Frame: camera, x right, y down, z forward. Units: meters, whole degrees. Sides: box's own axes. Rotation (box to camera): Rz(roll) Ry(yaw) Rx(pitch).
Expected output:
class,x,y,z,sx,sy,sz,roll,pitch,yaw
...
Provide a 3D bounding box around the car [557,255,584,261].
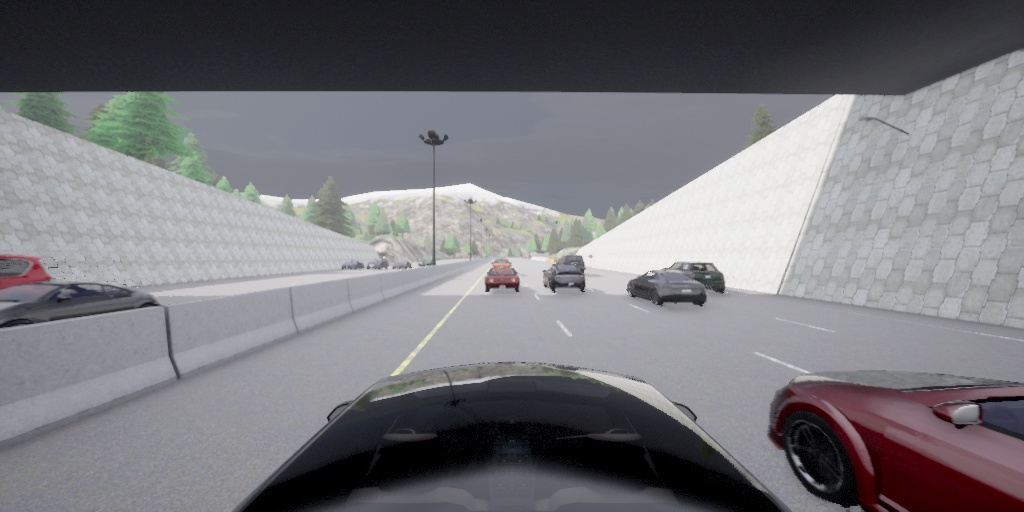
class,x,y,z,sx,sy,sz,roll,pitch,yaw
car,5.950,0.937,36.585,2.150,2.045,5.566,0,0,-2

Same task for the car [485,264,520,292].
class,x,y,z,sx,sy,sz,roll,pitch,yaw
car,-0.578,1.331,21.235,1.895,1.301,4.718,0,0,-2

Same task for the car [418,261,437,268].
class,x,y,z,sx,sy,sz,roll,pitch,yaw
car,-12.116,1.355,51.273,1.895,1.301,4.718,0,0,-2

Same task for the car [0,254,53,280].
class,x,y,z,sx,sy,sz,roll,pitch,yaw
car,-14.379,0.966,8.158,2.150,2.045,5.566,0,0,-2

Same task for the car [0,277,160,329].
class,x,y,z,sx,sy,sz,roll,pitch,yaw
car,-10.884,1.308,8.382,1.994,1.385,4.181,0,0,-2

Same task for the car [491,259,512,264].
class,x,y,z,sx,sy,sz,roll,pitch,yaw
car,-1.077,1.067,37.292,2.097,1.767,4.553,0,0,-2

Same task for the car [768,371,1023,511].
class,x,y,z,sx,sy,sz,roll,pitch,yaw
car,3.528,1.313,1.766,1.994,1.385,4.181,0,0,-2

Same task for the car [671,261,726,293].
class,x,y,z,sx,sy,sz,roll,pitch,yaw
car,9.950,1.082,20.438,2.097,1.767,4.553,0,0,-2

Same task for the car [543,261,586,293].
class,x,y,z,sx,sy,sz,roll,pitch,yaw
car,2.938,1.222,20.766,2.128,1.511,4.902,0,0,-2

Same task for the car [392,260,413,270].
class,x,y,z,sx,sy,sz,roll,pitch,yaw
car,-15.615,1.265,51.194,1.812,1.442,4.674,0,0,-2

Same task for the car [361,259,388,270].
class,x,y,z,sx,sy,sz,roll,pitch,yaw
car,-19.114,1.212,51.085,2.128,1.511,4.902,0,0,-2

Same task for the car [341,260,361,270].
class,x,y,z,sx,sy,sz,roll,pitch,yaw
car,-22.612,1.296,50.977,1.994,1.385,4.181,0,0,-2

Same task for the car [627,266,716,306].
class,x,y,z,sx,sy,sz,roll,pitch,yaw
car,6.596,1.299,15.691,1.994,1.385,4.181,0,0,-2
